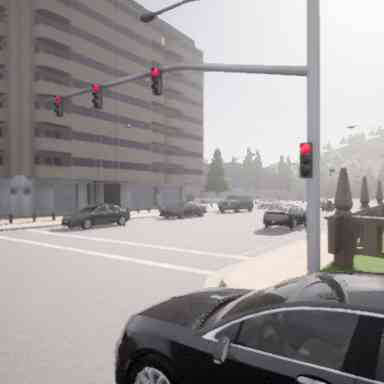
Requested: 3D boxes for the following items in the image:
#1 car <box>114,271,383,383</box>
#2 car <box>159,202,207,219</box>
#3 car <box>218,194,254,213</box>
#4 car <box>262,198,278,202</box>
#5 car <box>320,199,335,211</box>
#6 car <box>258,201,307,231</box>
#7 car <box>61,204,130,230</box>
[{"bbox_3d":[1.380,1.506,2.919,4.892,1.490,1.837,0,0,36],"label":"car"},{"bbox_3d":[-0.683,1.631,30.190,2.033,1.411,5.357,0,0,35],"label":"car"},{"bbox_3d":[5.177,1.304,38.512,2.150,2.045,5.566,0,0,35],"label":"car"},{"bbox_3d":[10.889,1.606,46.587,1.812,1.442,4.674,0,0,35],"label":"car"},{"bbox_3d":[16.822,1.632,42.579,1.994,1.385,4.181,0,0,35],"label":"car"},{"bbox_3d":[6.183,1.557,21.413,2.128,1.511,4.902,0,0,36],"label":"car"},{"bbox_3d":[-6.305,1.590,22.187,1.837,1.490,4.892,0,0,35],"label":"car"}]
